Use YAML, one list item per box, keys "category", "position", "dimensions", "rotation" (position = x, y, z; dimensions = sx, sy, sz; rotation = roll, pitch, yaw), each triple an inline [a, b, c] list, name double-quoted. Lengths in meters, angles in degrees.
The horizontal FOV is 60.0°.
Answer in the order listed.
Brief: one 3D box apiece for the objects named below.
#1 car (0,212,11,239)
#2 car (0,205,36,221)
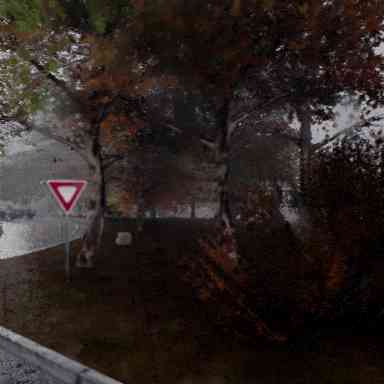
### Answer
- category: "car"
  position: [-9.709, 1.686, 12.968]
  dimensions: [1.895, 1.301, 4.718]
  rotation: [0, 0, 10]
- category: "car"
  position: [-15.552, 1.764, 28.782]
  dimensions: [4.718, 1.301, 1.895]
  rotation: [0, 0, 37]
